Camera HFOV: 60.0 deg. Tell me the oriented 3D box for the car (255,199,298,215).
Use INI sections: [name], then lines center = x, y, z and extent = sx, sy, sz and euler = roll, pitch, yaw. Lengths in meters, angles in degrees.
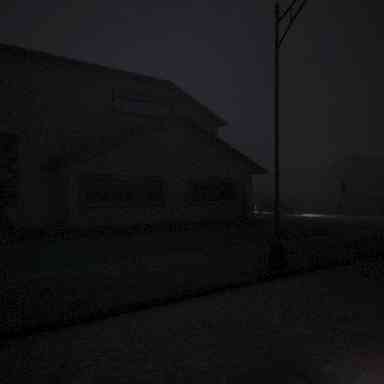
[car]
center = 8.763, 1.505, 34.814
extent = 1.837, 1.490, 4.892
euler = 0, 0, -35
